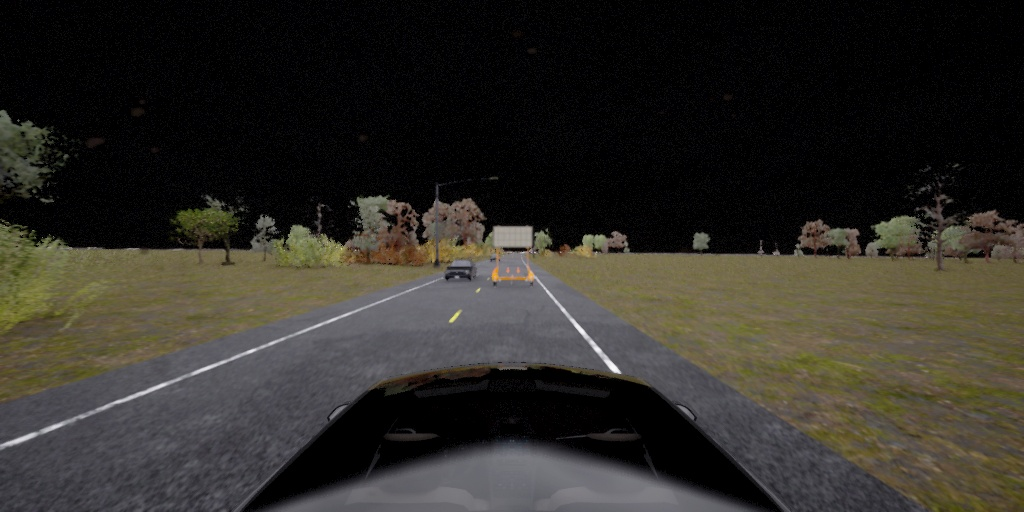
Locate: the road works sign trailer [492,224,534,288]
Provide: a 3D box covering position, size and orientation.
[{"bbox_3d":[0.051,-0.057,21.094,2.380,3.560,2.880,0,0,-1],"label":"road works sign trailer"}]

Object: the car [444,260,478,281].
[{"bbox_3d":[-3.532,0.961,25.753,2.033,1.411,5.357,0,1,0],"label":"car"}]
